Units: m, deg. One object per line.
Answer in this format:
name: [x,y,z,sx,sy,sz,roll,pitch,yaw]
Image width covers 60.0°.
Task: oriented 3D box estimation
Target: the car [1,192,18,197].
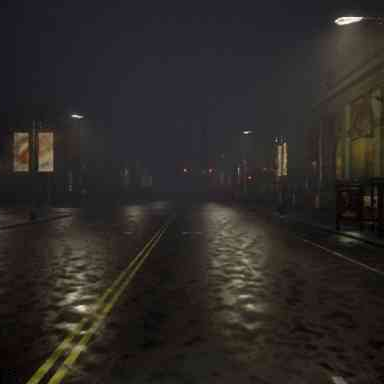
car: [-46.031,1.317,81.377,4.674,1.452,2.002,0,0,0]
